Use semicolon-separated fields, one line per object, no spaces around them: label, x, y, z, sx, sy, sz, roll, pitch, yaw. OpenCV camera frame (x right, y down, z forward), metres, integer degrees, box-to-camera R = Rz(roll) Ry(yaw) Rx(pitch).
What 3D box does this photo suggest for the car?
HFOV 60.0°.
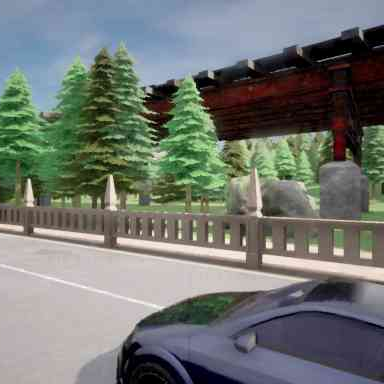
car;1.256;1.564;3.096;4.181;1.385;1.994;0;0;35
